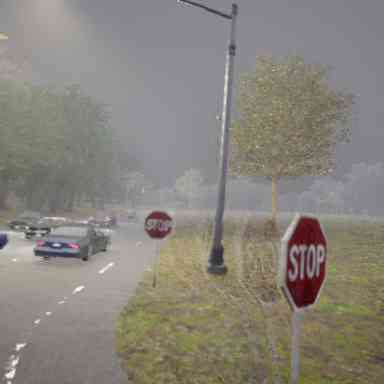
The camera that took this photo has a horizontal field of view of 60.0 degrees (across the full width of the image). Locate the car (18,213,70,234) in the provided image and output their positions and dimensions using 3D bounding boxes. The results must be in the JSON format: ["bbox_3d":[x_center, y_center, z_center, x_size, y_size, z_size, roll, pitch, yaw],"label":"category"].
[{"bbox_3d":[-8.734,2.271,21.085,1.895,1.301,4.718,4,-3,-1],"label":"car"}]

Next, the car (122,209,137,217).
[{"bbox_3d":[-9.270,3.280,49.269,1.812,1.442,4.674,4,-3,-2],"label":"car"}]

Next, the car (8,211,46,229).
[{"bbox_3d":[-12.338,2.217,26.089,2.033,1.411,5.357,4,-3,-1],"label":"car"}]

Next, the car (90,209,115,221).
[{"bbox_3d":[-12.759,3.262,47.751,2.128,1.511,4.902,4,-3,-1],"label":"car"}]

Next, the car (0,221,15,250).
[{"bbox_3d":[-8.488,1.791,11.596,1.895,1.301,4.718,4,-3,-2],"label":"car"}]

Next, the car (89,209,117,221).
[{"bbox_3d":[-9.011,2.678,33.973,2.097,1.767,4.553,4,-3,-1],"label":"car"}]

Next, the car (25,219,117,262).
[{"bbox_3d":[-5.092,2.165,14.937,2.033,1.411,5.357,4,-3,0],"label":"car"}]
